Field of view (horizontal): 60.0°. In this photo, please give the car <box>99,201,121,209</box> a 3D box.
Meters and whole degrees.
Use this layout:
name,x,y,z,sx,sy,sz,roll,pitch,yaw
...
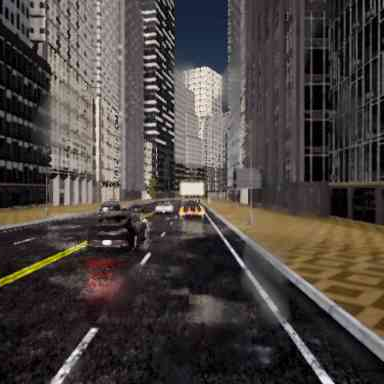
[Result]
name,x,y,z,sx,sy,sz,roll,pitch,yaw
car,-9.823,1.813,40.133,2.128,1.511,4.902,0,0,0

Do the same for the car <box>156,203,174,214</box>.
name,x,y,z,sx,sy,sz,roll,pitch,yaw
car,-3.147,1.917,39.340,1.895,1.301,4.718,0,0,0

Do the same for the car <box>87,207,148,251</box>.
name,x,y,z,sx,sy,sz,roll,pitch,yaw
car,-3.148,1.624,14.721,1.837,1.490,4.892,0,0,0

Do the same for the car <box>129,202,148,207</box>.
name,x,y,z,sx,sy,sz,roll,pitch,yaw
car,-6.568,1.891,40.793,1.994,1.385,4.181,0,0,0

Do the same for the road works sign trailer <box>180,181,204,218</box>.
name,x,y,z,sx,sy,sz,roll,pitch,yaw
road works sign trailer,0.009,0.727,32.805,2.380,3.560,2.880,0,0,1
